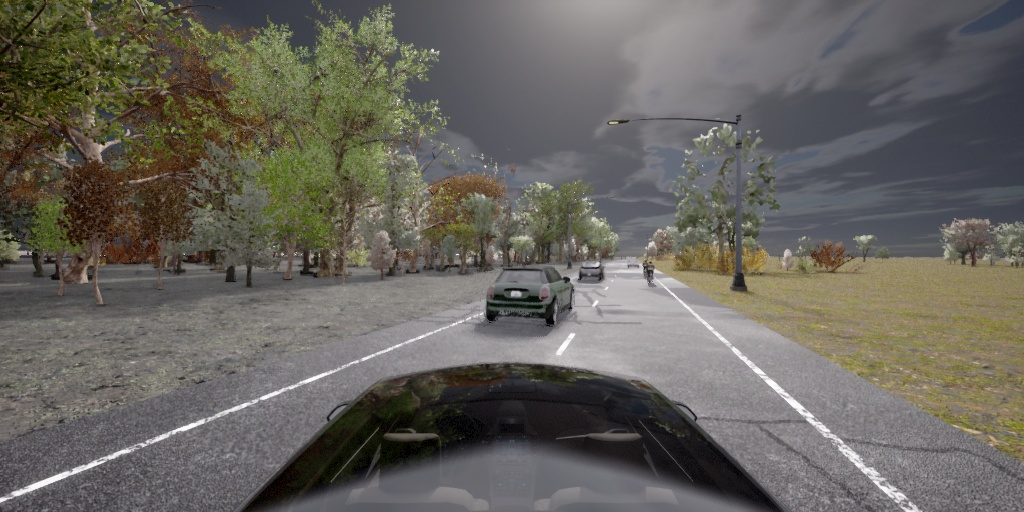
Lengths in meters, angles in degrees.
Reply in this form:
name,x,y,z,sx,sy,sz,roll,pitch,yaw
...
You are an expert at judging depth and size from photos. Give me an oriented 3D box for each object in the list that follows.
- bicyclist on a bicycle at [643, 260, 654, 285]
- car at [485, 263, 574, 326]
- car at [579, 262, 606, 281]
name,x,y,z,sx,sy,sz,roll,pitch,yaw
bicyclist on a bicycle,9.601,1.208,24.860,0.582,1.620,1.656,0,0,18
car,0.796,1.103,12.118,2.097,1.767,4.553,0,0,18
car,6.815,1.247,30.349,2.128,1.511,4.902,0,0,18
